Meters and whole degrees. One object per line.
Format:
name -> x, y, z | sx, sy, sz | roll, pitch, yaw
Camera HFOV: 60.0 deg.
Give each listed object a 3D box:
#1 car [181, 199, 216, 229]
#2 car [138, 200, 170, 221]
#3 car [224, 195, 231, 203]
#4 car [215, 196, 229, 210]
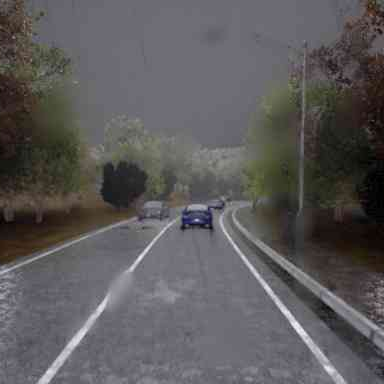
car -> 0.381, 1.442, 21.323 | 1.882, 1.535, 5.008 | 0, 0, 2
car -> -2.949, 1.450, 26.485 | 1.837, 1.490, 4.892 | 0, 0, 5
car -> 6.375, 1.443, 65.799 | 2.128, 1.511, 4.902 | 2, 0, 22
car -> 3.194, 1.544, 42.768 | 1.994, 1.385, 4.181 | 1, 0, 12
